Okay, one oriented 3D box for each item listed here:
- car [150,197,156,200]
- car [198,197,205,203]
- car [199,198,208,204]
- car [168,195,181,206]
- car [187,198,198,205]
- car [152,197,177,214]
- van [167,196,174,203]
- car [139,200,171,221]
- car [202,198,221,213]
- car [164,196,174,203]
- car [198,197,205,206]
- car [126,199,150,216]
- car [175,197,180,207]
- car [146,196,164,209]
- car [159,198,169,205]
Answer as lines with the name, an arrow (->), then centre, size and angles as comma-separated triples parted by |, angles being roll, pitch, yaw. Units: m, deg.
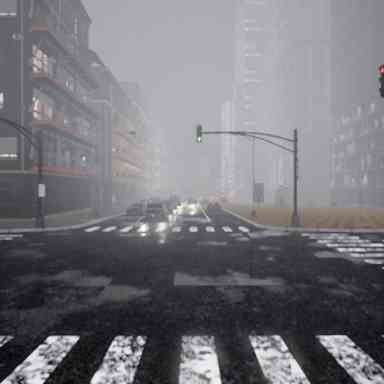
car -> -5.740, 1.697, 40.593 | 1.967, 1.590, 4.097 | -1, 0, 0
car -> 2.559, 2.122, 91.668 | 1.752, 1.417, 4.829 | -1, 0, 0
car -> 2.576, 2.026, 74.551 | 1.887, 1.381, 4.507 | -1, 0, 0
car -> -3.095, 1.598, 58.904 | 2.150, 2.045, 5.566 | 0, 0, 1
car -> 0.036, 1.924, 69.373 | 1.882, 1.535, 5.008 | 0, 0, 0
car -> -3.132, 1.720, 38.463 | 1.882, 1.535, 5.008 | 0, 0, 0
van -> -5.790, 1.936, 91.432 | 1.690, 1.788, 3.998 | -1, 0, 0
car -> -3.126, 1.687, 28.916 | 1.837, 1.490, 4.892 | 0, 0, 0
car -> 2.608, 1.802, 40.658 | 1.887, 1.381, 4.507 | -1, 0, 0
car -> -5.786, 1.872, 85.785 | 2.192, 1.841, 5.009 | -1, 0, 0
car -> 2.587, 1.957, 63.253 | 2.008, 1.369, 4.403 | -1, 0, 0
car -> -5.733, 1.765, 34.944 | 1.887, 1.381, 4.507 | -1, 0, 0
car -> -3.135, 1.833, 48.345 | 1.812, 1.442, 4.674 | 0, 0, 0
car -> -5.753, 1.645, 51.892 | 2.192, 1.841, 5.009 | -1, 0, 0
car -> -5.766, 2.025, 68.837 | 1.802, 1.307, 4.206 | -1, 0, 0
